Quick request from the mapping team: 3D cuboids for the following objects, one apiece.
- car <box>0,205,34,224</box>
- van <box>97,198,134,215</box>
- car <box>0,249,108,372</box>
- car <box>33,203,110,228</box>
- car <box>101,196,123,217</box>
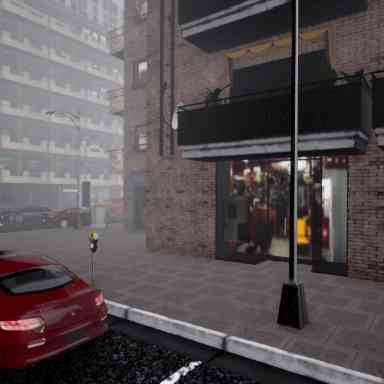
[{"bbox_3d":[-13.244,1.727,26.979,1.994,1.385,4.181,1,0,36],"label":"car"},{"bbox_3d":[-8.636,1.606,37.821,1.690,1.788,3.998,0,-1,36],"label":"van"},{"bbox_3d":[-3.085,1.582,5.205,4.206,1.307,1.802,0,0,36],"label":"car"},{"bbox_3d":[-8.461,1.756,23.702,1.887,1.381,4.507,0,-1,36],"label":"car"},{"bbox_3d":[-7.761,1.485,34.612,2.150,2.045,5.566,1,0,36],"label":"car"}]
